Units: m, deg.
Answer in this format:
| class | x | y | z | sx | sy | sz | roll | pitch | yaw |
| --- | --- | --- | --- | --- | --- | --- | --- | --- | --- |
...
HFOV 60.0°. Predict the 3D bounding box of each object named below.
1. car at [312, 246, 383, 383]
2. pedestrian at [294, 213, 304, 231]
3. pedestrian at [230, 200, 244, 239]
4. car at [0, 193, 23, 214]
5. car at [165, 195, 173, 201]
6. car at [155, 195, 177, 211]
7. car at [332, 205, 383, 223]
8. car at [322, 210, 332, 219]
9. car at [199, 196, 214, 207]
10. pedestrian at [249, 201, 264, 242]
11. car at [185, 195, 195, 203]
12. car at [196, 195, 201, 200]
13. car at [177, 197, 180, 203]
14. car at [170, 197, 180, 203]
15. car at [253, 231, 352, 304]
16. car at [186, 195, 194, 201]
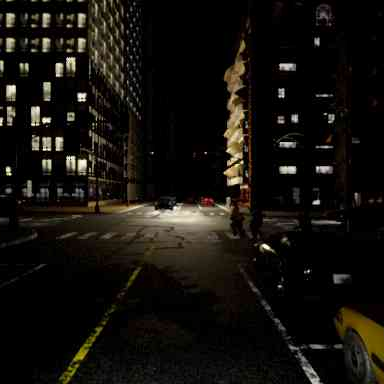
| class | x | y | z | sx | sy | sz | roll | pitch | yaw |
| --- | --- | --- | --- | --- | --- | --- | --- | --- | --- |
| car | 2.675 | 1.525 | 2.422 | 1.752 | 1.417 | 4.829 | 0 | 0 | 0 |
| pedestrian | 5.048 | 1.143 | 15.410 | 0.375 | 1.860 | 0.375 | 0 | 0 | 0 |
| pedestrian | 2.149 | 1.295 | 15.991 | 0.375 | 1.860 | 0.375 | 0 | 0 | 0 |
| car | -17.880 | 1.029 | 29.870 | 5.009 | 1.841 | 2.192 | 1 | -1 | -1 |
| car | -6.255 | 1.598 | 91.064 | 2.008 | 1.369 | 4.403 | 0 | 0 | 0 |
| car | -3.350 | 1.361 | 40.840 | 2.097 | 1.767 | 4.553 | 0 | 0 | 0 |
| car | 14.457 | 1.868 | 27.748 | 4.181 | 1.385 | 1.994 | 1 | 0 | -1 |
| car | 14.453 | 1.836 | 30.349 | 4.829 | 1.417 | 1.752 | 1 | -1 | -1 |
| car | 2.430 | 1.595 | 49.958 | 1.802 | 1.307 | 4.206 | 0 | 0 | 0 |
| pedestrian | 2.869 | 1.295 | 14.795 | 0.375 | 1.860 | 0.375 | 0 | 0 | 0 |
| car | -0.450 | 1.574 | 72.539 | 1.994 | 1.385 | 4.181 | 0 | 0 | 0 |
| car | 2.300 | 1.573 | 62.874 | 2.008 | 1.369 | 4.403 | 0 | 0 | 0 |
| car | -3.420 | 1.506 | 53.709 | 2.128 | 1.511 | 4.902 | 0 | 0 | 0 |
| car | -3.426 | 1.626 | 68.580 | 1.895 | 1.301 | 4.718 | 0 | 0 | 0 |
| car | 2.640 | 1.566 | 7.935 | 1.947 | 1.339 | 4.313 | 0 | 0 | 0 |
| car | -0.512 | 1.396 | 82.541 | 2.128 | 1.511 | 4.902 | 0 | 0 | 0 |
